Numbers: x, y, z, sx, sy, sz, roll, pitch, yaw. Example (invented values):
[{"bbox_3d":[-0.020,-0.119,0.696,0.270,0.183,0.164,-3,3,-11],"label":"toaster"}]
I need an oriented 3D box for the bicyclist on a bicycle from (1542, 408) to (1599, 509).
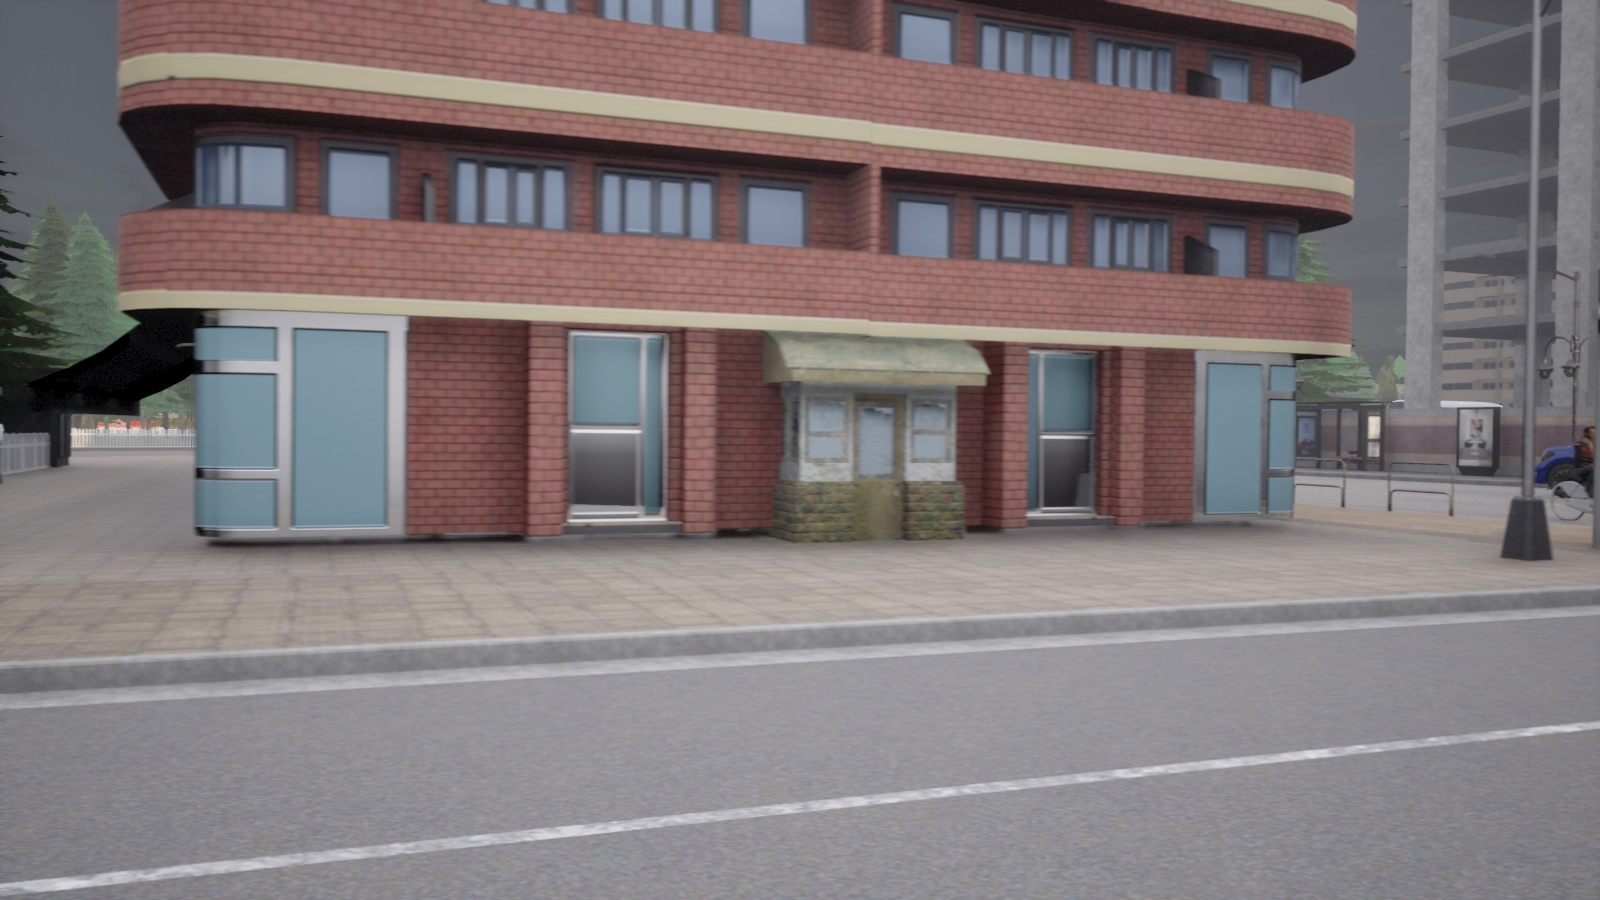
[{"bbox_3d":[14.399,0.146,22.538,0.659,1.776,1.843,-1,1,-21],"label":"bicyclist on a bicycle"}]

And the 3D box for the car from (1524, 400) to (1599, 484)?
[{"bbox_3d":[20.892,-0.202,30.281,2.150,2.045,5.566,-1,1,-35],"label":"car"}]
